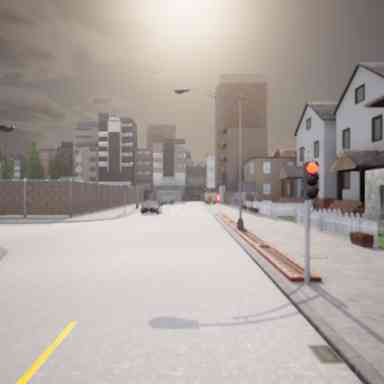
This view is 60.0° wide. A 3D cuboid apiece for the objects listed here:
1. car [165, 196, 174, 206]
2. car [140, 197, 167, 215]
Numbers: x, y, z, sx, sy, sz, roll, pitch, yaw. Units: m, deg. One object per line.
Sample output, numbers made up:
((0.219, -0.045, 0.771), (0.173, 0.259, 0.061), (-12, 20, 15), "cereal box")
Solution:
((-4.103, 1.514, 57.029), (1.837, 1.490, 4.892), (0, 0, 0), "car")
((-4.129, 1.552, 34.461), (2.033, 1.411, 5.357), (0, 0, 0), "car")
